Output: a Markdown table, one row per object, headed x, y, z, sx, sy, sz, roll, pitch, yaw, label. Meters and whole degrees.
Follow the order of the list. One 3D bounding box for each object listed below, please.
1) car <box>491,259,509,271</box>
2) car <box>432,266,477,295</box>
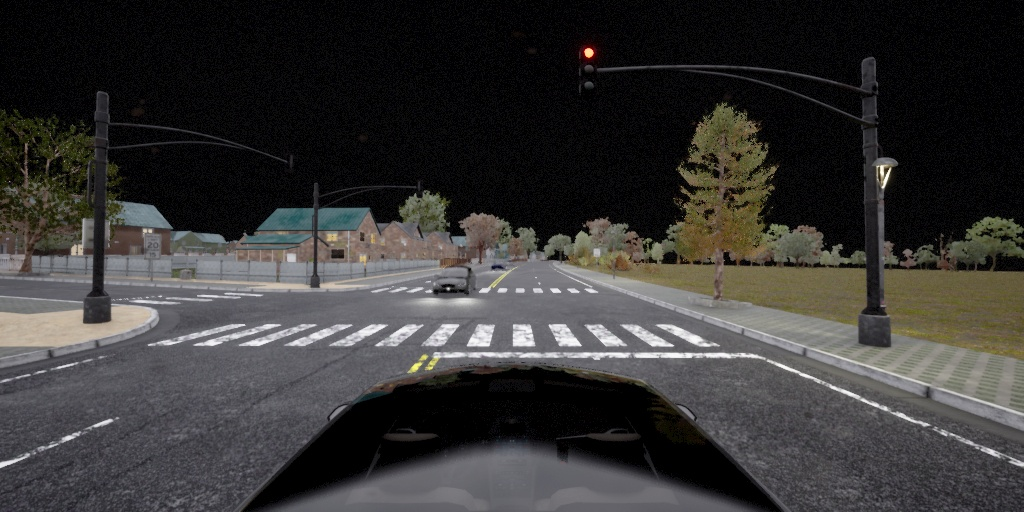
| x | y | z | sx | sy | sz | roll | pitch | yaw | label |
| --- | --- | --- | --- | --- | --- | --- | --- | --- | --- |
| -1.864 | 1.414 | 50.022 | 1.895 | 1.301 | 4.718 | 0 | 0 | 3 | car |
| -3.025 | 1.323 | 19.725 | 1.837 | 1.490 | 4.892 | 0 | 0 | 1 | car |
